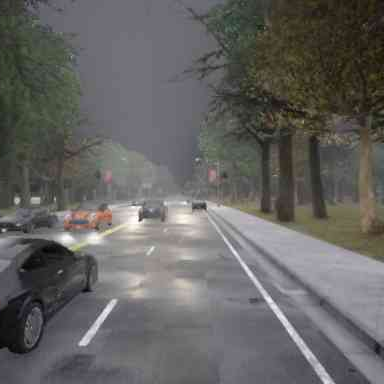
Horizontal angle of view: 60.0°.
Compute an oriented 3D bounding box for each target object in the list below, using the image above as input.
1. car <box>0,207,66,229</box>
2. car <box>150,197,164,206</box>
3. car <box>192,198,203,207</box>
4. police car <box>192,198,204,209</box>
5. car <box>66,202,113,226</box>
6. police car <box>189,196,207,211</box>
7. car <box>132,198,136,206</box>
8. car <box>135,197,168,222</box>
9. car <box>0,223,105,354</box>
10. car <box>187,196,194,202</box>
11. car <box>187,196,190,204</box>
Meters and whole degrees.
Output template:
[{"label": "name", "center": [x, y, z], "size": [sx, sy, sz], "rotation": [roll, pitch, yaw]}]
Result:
[{"label": "car", "center": [-9.848, 1.647, 20.094], "size": [2.033, 1.411, 5.357], "rotation": [0, 0, 0]}, {"label": "car", "center": [-6.643, 1.766, 63.268], "size": [2.097, 1.767, 4.553], "rotation": [0, -1, 0]}, {"label": "car", "center": [0.876, 1.862, 59.965], "size": [1.882, 1.535, 5.008], "rotation": [0, -1, 0]}, {"label": "police car", "center": [0.910, 1.759, 54.068], "size": [1.930, 1.638, 5.238], "rotation": [0, 0, 0]}, {"label": "car", "center": [-6.596, 1.460, 21.586], "size": [2.097, 1.767, 4.553], "rotation": [0, 0, 0]}, {"label": "police car", "center": [0.951, 1.679, 44.056], "size": [1.930, 1.638, 5.238], "rotation": [0, 0, 0]}, {"label": "car", "center": [-9.886, 1.896, 61.734], "size": [2.128, 1.511, 4.902], "rotation": [0, 0, 0]}, {"label": "car", "center": [-3.149, 1.496, 27.929], "size": [2.097, 1.767, 4.553], "rotation": [0, 0, 0]}, {"label": "car", "center": [-3.150, 1.553, 6.016], "size": [1.812, 1.442, 4.674], "rotation": [0, 0, 0]}, {"label": "car", "center": [-0.438, 1.968, 95.587], "size": [2.097, 1.767, 4.553], "rotation": [0, -1, -1]}, {"label": "car", "center": [-0.257, 2.047, 79.650], "size": [1.994, 1.385, 4.181], "rotation": [0, -1, -1]}]
